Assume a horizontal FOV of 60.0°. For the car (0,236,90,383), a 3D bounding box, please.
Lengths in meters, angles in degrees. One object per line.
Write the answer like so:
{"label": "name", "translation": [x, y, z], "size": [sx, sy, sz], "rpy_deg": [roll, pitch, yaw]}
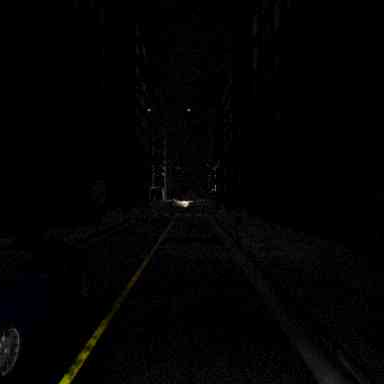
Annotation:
{"label": "car", "translation": [-3.103, 1.543, 5.550], "size": [1.812, 1.442, 4.674], "rpy_deg": [0, 0, 0]}
